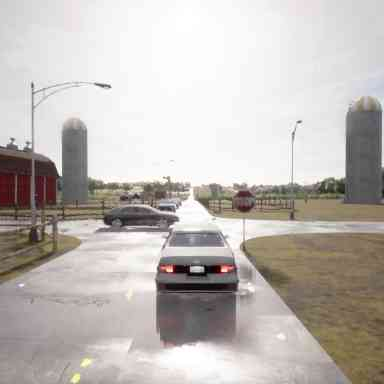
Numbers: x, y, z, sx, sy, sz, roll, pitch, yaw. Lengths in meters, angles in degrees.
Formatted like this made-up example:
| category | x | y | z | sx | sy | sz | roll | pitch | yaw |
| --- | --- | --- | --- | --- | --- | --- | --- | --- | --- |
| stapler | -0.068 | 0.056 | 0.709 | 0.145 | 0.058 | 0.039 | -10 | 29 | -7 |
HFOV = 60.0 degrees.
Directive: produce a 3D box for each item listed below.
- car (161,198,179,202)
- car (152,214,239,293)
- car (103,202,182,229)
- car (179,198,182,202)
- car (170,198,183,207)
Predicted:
| category | x | y | z | sx | sy | sz | roll | pitch | yaw |
| --- | --- | --- | --- | --- | --- | --- | --- | --- | --- |
| car | -2.845 | 1.635 | 38.778 | 1.882 | 1.535 | 5.008 | 0 | 0 | 0 |
| car | 0.102 | 1.554 | 8.977 | 2.033 | 1.411 | 5.357 | 0 | 0 | 0 |
| car | -3.254 | 1.589 | 21.539 | 4.892 | 1.490 | 1.837 | 0 | 1 | 0 |
| car | -2.835 | 1.718 | 49.219 | 2.128 | 1.511 | 4.902 | 0 | 0 | 0 |
| car | -2.809 | 1.832 | 60.942 | 2.128 | 1.511 | 4.902 | 0 | -1 | 0 |
